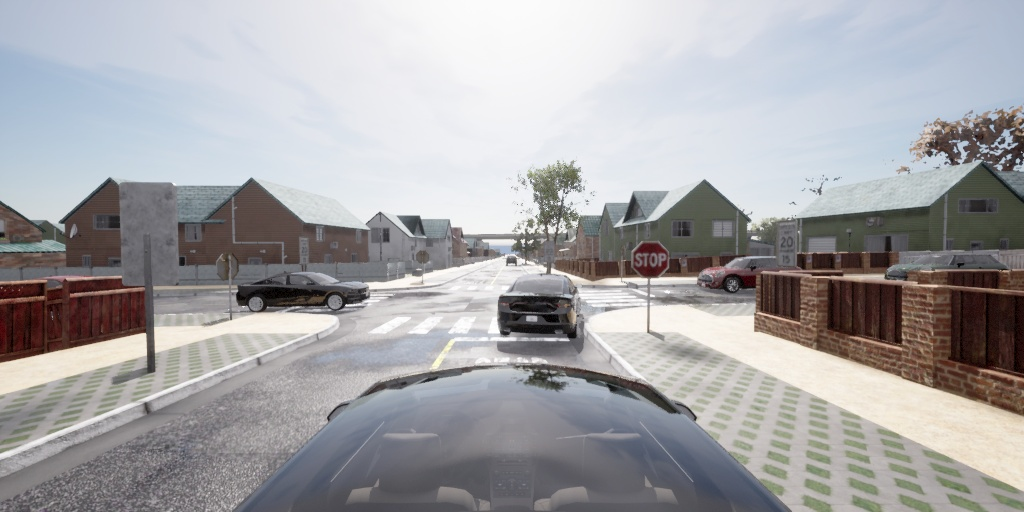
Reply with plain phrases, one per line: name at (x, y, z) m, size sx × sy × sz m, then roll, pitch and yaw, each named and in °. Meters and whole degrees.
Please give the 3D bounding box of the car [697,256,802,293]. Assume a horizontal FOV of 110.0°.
car at (11.786, 0.820, 17.902) m, size 4.553 × 1.767 × 2.097 m, roll -1°, pitch 2°, yaw 0°

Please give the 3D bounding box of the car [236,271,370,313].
car at (-8.485, 1.376, 14.793) m, size 5.008 × 1.535 × 1.882 m, roll -1°, pitch 2°, yaw 0°

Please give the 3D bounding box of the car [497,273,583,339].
car at (0.947, 1.224, 10.279) m, size 1.882 × 1.535 × 5.008 m, roll 0°, pitch 0°, yaw 12°

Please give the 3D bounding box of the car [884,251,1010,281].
car at (21.681, 0.646, 17.986) m, size 4.553 × 1.767 × 2.097 m, roll -1°, pitch 2°, yaw 0°

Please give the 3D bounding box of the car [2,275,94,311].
car at (-18.038, 1.546, 14.719) m, size 5.008 × 1.535 × 1.882 m, roll -1°, pitch 2°, yaw 0°
